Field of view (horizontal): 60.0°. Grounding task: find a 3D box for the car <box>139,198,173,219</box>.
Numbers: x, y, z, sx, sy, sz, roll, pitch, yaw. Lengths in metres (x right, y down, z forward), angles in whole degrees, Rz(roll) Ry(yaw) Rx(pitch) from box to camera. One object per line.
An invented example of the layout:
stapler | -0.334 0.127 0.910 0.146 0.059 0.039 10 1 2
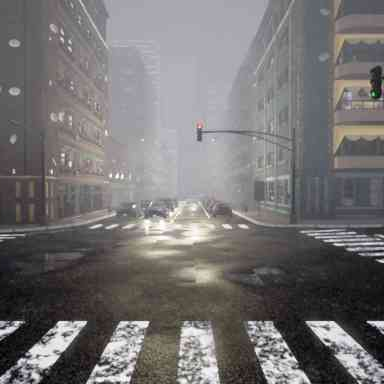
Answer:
car | -3.079 1.549 29.823 2.033 1.411 5.357 0 0 0

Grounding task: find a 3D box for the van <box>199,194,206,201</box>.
van | 2.745 1.377 85.534 1.690 1.788 3.998 -1 0 0

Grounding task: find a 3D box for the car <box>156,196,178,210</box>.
car | -3.068 1.510 39.941 1.837 1.490 4.892 0 0 0

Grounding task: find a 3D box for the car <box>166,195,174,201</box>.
car | -5.635 1.561 85.382 1.752 1.417 4.829 0 0 0

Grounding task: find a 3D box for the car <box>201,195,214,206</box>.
car | 2.719 1.554 46.869 1.887 1.381 4.507 0 0 0

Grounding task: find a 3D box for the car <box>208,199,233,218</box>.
car | 2.707 1.584 30.299 1.802 1.307 4.206 0 0 0

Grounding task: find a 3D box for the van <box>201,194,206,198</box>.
van | 2.721 1.353 52.393 1.690 1.788 3.998 0 0 0

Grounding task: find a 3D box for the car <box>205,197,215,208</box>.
car | 2.711 1.570 35.822 1.947 1.339 4.313 0 0 0

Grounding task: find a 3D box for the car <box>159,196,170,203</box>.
car | -5.646 1.604 68.982 1.802 1.307 4.206 0 0 0

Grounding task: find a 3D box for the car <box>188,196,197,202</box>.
car | 0.052 1.451 69.792 1.895 1.301 4.718 0 0 0

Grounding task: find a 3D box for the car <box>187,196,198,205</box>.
car | 0.044 1.542 59.757 1.812 1.442 4.674 0 0 0

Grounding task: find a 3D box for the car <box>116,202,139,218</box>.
car | -5.674 1.568 30.317 1.947 1.339 4.313 0 0 0

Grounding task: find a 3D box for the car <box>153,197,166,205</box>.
car | -5.654 1.560 57.935 1.887 1.381 4.507 0 0 0

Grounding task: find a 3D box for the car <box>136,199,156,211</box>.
car | -5.666 1.572 41.364 1.947 1.339 4.313 0 0 0
